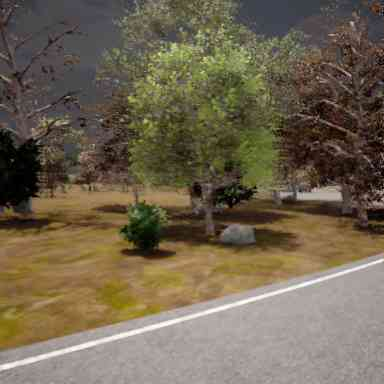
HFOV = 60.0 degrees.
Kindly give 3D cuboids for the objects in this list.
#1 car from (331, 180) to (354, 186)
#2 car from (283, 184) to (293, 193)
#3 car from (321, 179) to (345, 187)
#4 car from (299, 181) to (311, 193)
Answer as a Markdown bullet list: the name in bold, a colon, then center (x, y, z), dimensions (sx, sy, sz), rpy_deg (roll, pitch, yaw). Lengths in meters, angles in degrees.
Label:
- **car**: center (33.877, -2.070, 73.835), dimensions (4.902, 1.511, 2.128), rpy_deg (-4, 3, -15)
- **car**: center (19.453, -0.870, 66.149), dimensions (2.097, 1.767, 4.553), rpy_deg (-2, 3, 27)
- **car**: center (32.539, -2.149, 76.843), dimensions (4.892, 1.490, 1.837), rpy_deg (-4, 3, -15)
- **car**: center (21.051, -0.910, 61.729), dimensions (2.150, 2.045, 5.566), rpy_deg (-4, 3, 19)
